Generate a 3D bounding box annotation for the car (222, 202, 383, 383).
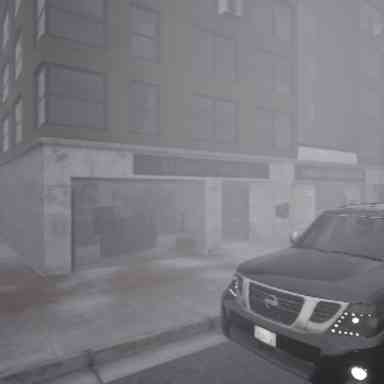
[{"bbox_3d":[3.049,1.220,5.240,5.566,2.045,2.150,0,0,-35],"label":"car"}]
